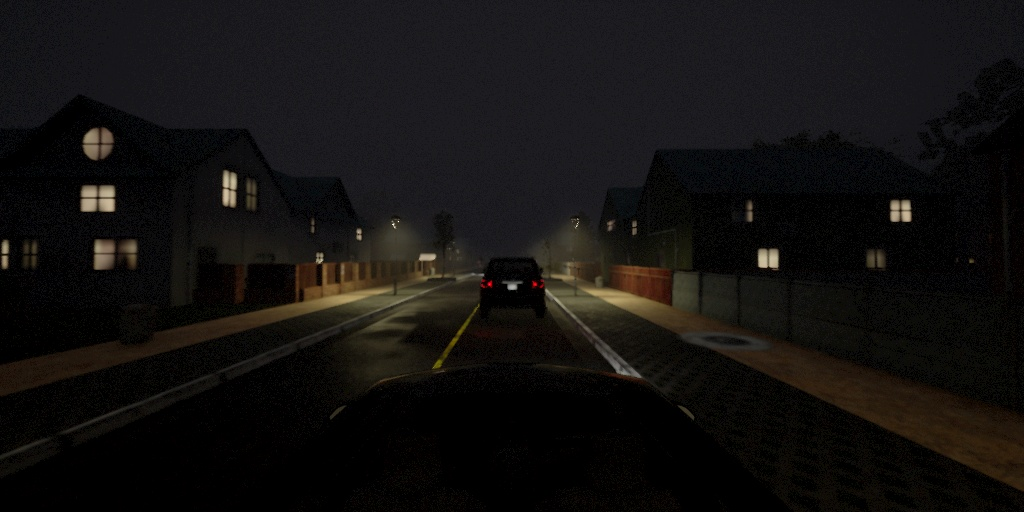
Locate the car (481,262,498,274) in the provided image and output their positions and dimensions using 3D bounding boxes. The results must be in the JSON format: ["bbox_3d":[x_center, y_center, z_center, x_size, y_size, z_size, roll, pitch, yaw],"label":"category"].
[{"bbox_3d":[-2.799,1.534,46.350,1.837,1.490,4.892,0,-1,1],"label":"car"}]

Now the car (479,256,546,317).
[{"bbox_3d":[0.035,1.030,13.502,2.150,2.045,5.566,0,0,0],"label":"car"}]
